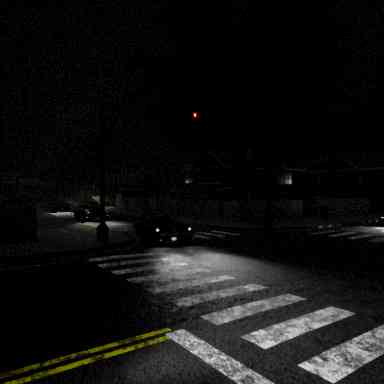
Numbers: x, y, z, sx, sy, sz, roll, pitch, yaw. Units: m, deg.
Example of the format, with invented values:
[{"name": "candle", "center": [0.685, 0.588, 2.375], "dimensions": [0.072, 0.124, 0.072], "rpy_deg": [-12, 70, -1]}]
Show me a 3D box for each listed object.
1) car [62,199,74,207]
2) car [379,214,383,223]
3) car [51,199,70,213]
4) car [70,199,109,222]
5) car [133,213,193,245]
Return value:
[{"name": "car", "center": [-23.734, 2.004, 63.590], "dimensions": [1.812, 1.442, 4.674], "rpy_deg": [0, 0, -23]}, {"name": "car", "center": [14.552, 1.512, 22.055], "dimensions": [5.357, 1.411, 2.033], "rpy_deg": [0, 0, -36]}, {"name": "car", "center": [-16.761, 1.890, 42.403], "dimensions": [1.994, 1.385, 4.181], "rpy_deg": [0, 0, -29]}, {"name": "car", "center": [-8.743, 1.571, 28.755], "dimensions": [2.097, 1.767, 4.553], "rpy_deg": [0, 0, -32]}, {"name": "car", "center": [-1.545, 1.719, 16.356], "dimensions": [1.895, 1.301, 4.718], "rpy_deg": [0, -1, -21]}]
